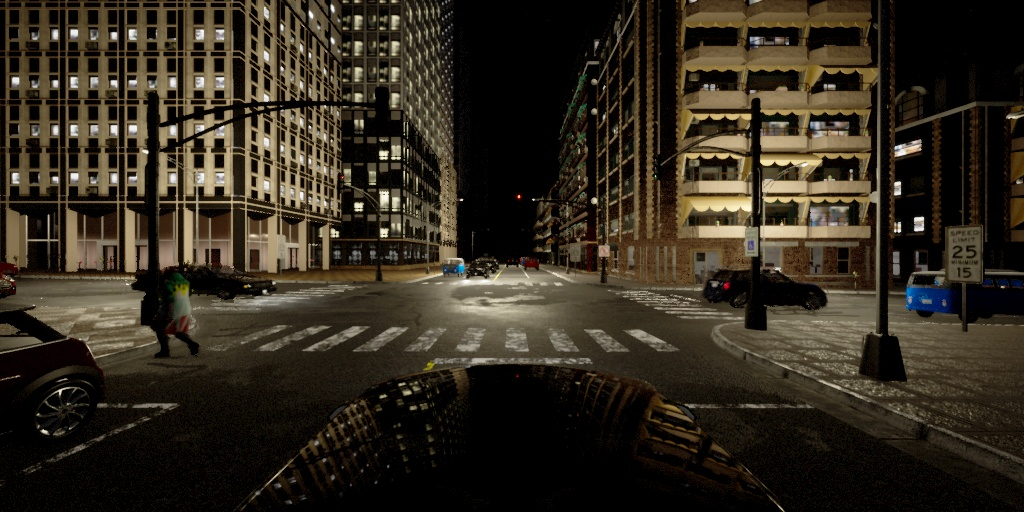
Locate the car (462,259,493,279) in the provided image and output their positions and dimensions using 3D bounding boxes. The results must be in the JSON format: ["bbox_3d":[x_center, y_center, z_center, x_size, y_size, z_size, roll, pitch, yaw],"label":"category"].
[{"bbox_3d":[-3.057,1.260,32.771,1.837,1.490,4.892,0,0,0],"label":"car"}]

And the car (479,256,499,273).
[{"bbox_3d":[-3.043,0.981,42.893,2.150,2.045,5.566,0,0,1],"label":"car"}]

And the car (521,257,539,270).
[{"bbox_3d":[2.752,1.079,51.456,2.192,1.841,5.009,0,0,0],"label":"car"}]

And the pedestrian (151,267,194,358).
[{"bbox_3d":[-6.689,1.043,7.074,0.375,1.860,0.375,0,0,0],"label":"pedestrian"}]

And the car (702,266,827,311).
[{"bbox_3d":[11.001,1.345,15.746,4.553,1.767,2.097,1,0,0],"label":"car"}]

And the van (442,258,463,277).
[{"bbox_3d":[-5.649,1.097,34.812,1.690,1.789,3.998,0,0,0],"label":"van"}]

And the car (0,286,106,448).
[{"bbox_3d":[-5.689,1.190,2.338,1.967,1.591,4.097,0,0,0],"label":"car"}]

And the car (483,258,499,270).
[{"bbox_3d":[-3.029,1.118,53.209,2.097,1.767,4.553,0,0,0],"label":"car"}]

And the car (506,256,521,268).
[{"bbox_3d":[0.080,0.994,63.915,2.150,2.045,5.566,0,0,0],"label":"car"}]

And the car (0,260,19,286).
[{"bbox_3d":[-21.133,0.818,13.125,4.097,1.591,1.967,0,0,0],"label":"car"}]

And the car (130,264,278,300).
[{"bbox_3d":[-13.220,1.074,15.516,5.357,1.411,2.033,1,0,4],"label":"car"}]

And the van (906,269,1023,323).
[{"bbox_3d":[16.926,1.453,13.027,3.998,1.789,1.690,0,0,0],"label":"van"}]
